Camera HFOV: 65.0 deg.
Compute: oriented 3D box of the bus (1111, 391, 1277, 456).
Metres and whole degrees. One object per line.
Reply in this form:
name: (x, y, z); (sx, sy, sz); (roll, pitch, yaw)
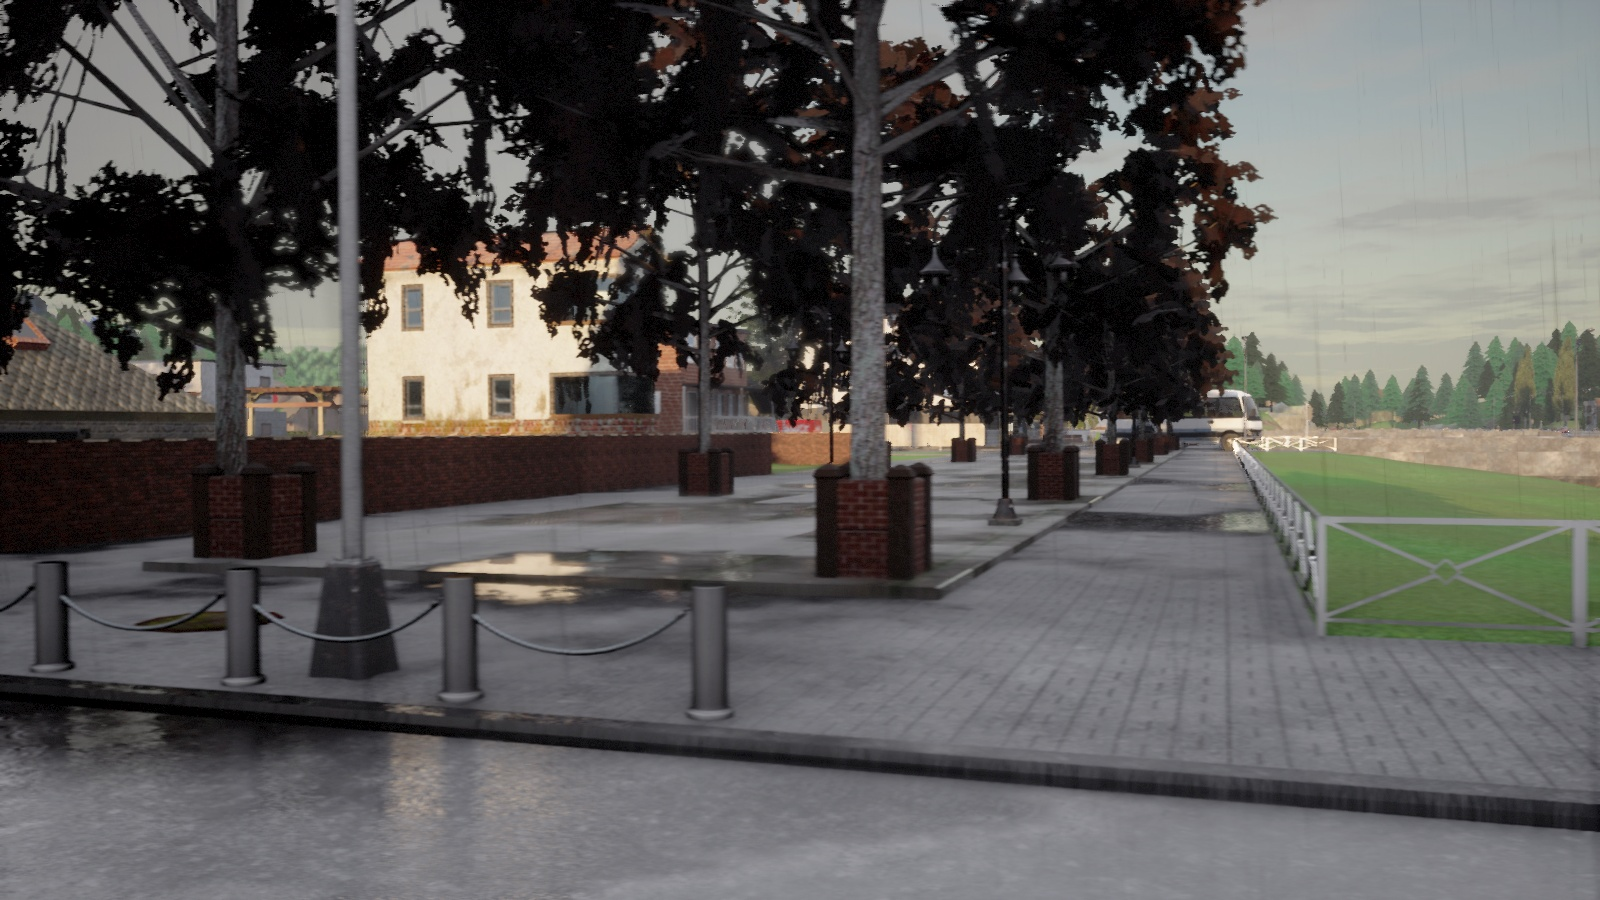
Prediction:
bus: (27.226, -1.834, 87.114); (10.273, 4.253, 3.944); (1, 1, 34)
